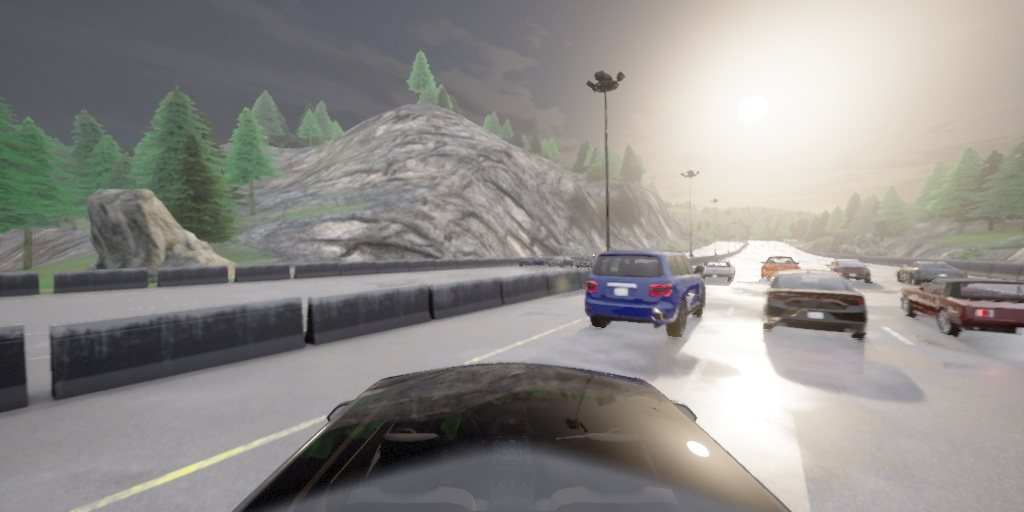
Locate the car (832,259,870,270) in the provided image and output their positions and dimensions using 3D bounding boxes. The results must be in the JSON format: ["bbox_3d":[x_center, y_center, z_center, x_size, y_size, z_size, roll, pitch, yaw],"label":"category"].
[{"bbox_3d":[21.649,0.930,23.268,1.812,1.442,4.674,0,1,35],"label":"car"}]

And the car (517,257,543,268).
[{"bbox_3d":[2.688,0.763,45.348,1.895,1.301,4.718,0,1,35],"label":"car"}]

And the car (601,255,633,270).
[{"bbox_3d":[11.830,0.684,40.102,1.882,1.535,5.008,0,1,35],"label":"car"}]

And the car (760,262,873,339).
[{"bbox_3d":[8.015,1.099,9.833,1.882,1.535,5.008,0,1,35],"label":"car"}]

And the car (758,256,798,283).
[{"bbox_3d":[17.947,0.756,24.083,2.097,1.767,4.553,0,1,35],"label":"car"}]

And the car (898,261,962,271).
[{"bbox_3d":[24.246,0.993,20.874,1.994,1.385,4.181,0,1,35],"label":"car"}]

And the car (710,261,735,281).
[{"bbox_3d":[14.644,0.995,25.466,1.895,1.301,4.718,0,1,35],"label":"car"}]

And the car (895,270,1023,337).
[{"bbox_3d":[11.778,1.221,9.102,1.895,1.301,4.718,0,1,35],"label":"car"}]

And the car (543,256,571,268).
[{"bbox_3d":[6.078,0.695,44.085,1.812,1.442,4.674,0,1,35],"label":"car"}]

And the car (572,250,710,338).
[{"bbox_3d":[3.965,0.850,10.157,2.150,2.045,5.566,0,1,35],"label":"car"}]
